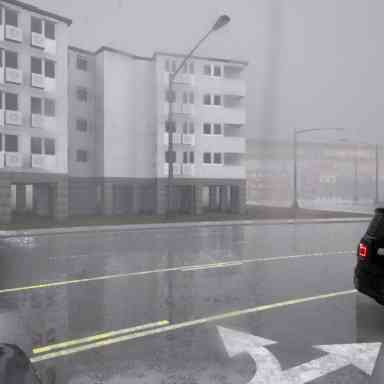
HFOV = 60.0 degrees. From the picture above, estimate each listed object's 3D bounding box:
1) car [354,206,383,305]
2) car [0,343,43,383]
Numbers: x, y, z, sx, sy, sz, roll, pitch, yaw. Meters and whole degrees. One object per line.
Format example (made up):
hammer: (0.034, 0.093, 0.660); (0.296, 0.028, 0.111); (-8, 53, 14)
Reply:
car: (5.671, 1.221, 6.277); (5.566, 2.045, 2.150); (0, 0, -23)
car: (-3.341, 1.547, 1.221); (5.357, 1.411, 2.033); (0, 0, -37)
